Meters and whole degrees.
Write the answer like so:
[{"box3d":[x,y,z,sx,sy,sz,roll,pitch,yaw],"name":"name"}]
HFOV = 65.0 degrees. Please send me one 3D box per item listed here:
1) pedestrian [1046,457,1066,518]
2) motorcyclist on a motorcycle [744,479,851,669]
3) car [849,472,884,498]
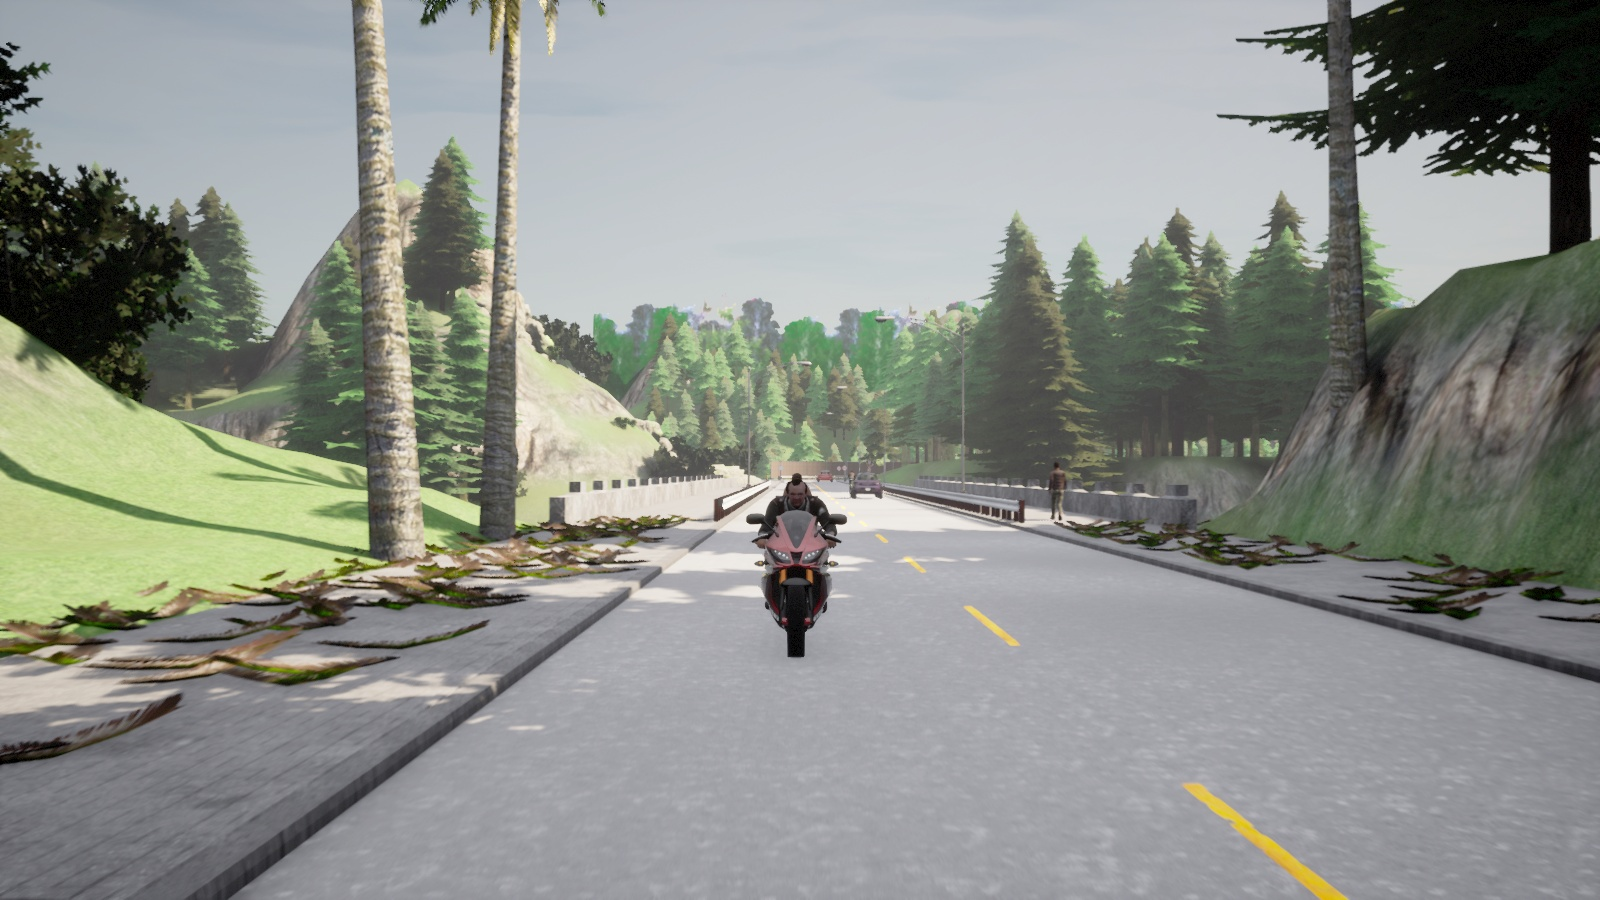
[{"box3d":[7.755,1.130,38.038,0.431,1.840,0.703,0,-1,0],"name":"pedestrian"},{"box3d":[-0.024,1.040,11.369,0.866,1.530,2.191,0,-1,0],"name":"motorcyclist on a motorcycle"},{"box3d":[3.842,2.041,73.348,1.816,1.474,4.193,0,-1,0],"name":"car"}]
